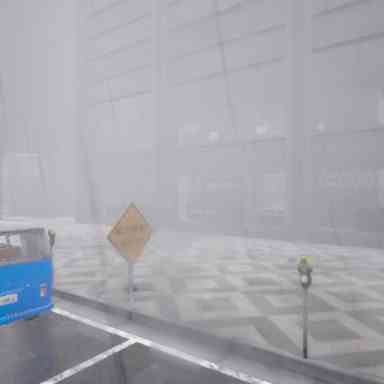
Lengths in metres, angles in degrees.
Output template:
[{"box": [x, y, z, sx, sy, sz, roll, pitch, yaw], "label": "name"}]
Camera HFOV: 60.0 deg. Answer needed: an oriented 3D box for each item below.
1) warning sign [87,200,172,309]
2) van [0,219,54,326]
[{"box": [-1.228, 1.116, 6.668, 1.060, 1.860, 1.300, 0, 0, 35], "label": "warning sign"}, {"box": [-4.201, 1.343, 5.961, 3.998, 1.788, 1.690, 0, 0, 35], "label": "van"}]
